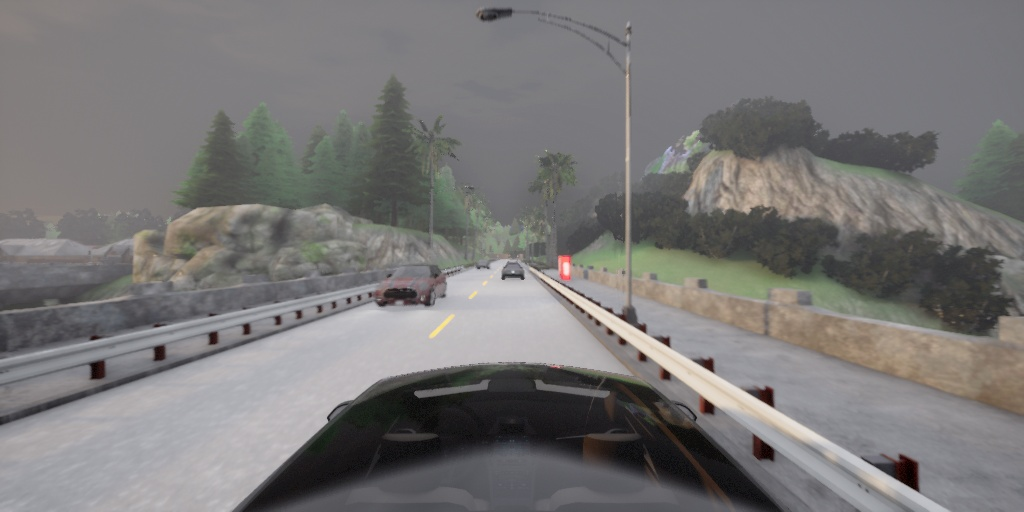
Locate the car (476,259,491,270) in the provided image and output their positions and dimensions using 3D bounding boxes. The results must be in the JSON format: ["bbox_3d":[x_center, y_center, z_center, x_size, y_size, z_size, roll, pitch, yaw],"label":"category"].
[{"bbox_3d":[-4.060,1.263,51.550,1.837,1.490,4.892,0,1,1],"label":"car"}]

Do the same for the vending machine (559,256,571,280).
[{"bbox_3d":[4.287,0.953,29.016,1.100,2.100,0.880,0,0,0],"label":"vending machine"}]

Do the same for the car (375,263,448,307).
[{"bbox_3d":[-4.102,1.105,15.319,2.097,1.767,4.553,0,0,0],"label":"car"}]

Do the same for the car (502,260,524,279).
[{"bbox_3d":[0.087,1.323,32.734,1.994,1.385,4.181,0,0,0],"label":"car"}]
